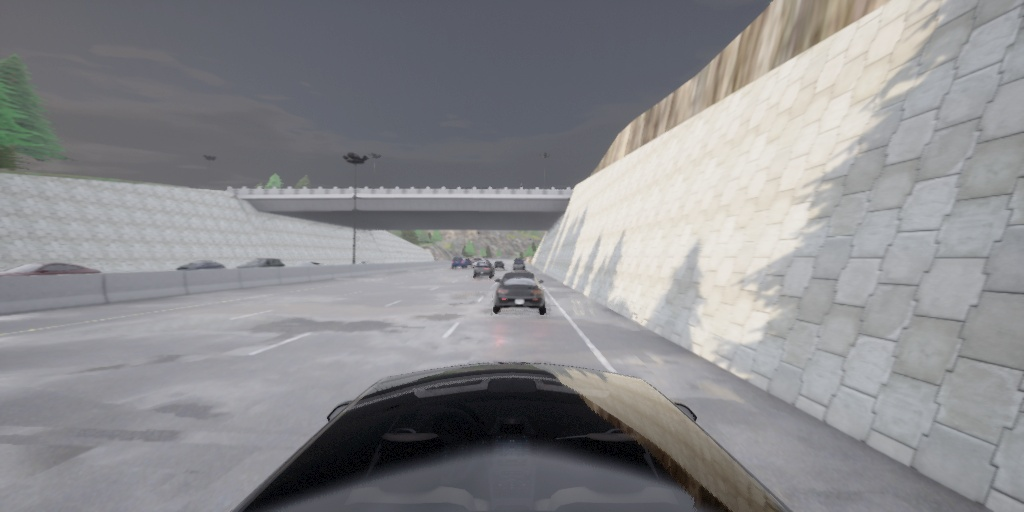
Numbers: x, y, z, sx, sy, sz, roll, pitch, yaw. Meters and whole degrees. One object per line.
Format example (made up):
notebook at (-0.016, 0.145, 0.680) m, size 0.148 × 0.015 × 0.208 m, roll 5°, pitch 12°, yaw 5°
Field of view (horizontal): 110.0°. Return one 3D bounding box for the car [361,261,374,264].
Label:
car at (-20.147, 1.373, 49.439) m, size 1.895 × 1.301 × 4.718 m, roll 1°, pitch 0°, yaw 2°

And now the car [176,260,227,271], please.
car at (-30.931, 1.112, 35.890) m, size 1.994 × 1.385 × 4.181 m, roll 1°, pitch 0°, yaw 2°

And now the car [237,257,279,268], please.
car at (-23.993, 0.982, 34.435) m, size 2.097 × 1.767 × 4.553 m, roll 1°, pitch 0°, yaw 1°

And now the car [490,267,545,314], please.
car at (0.296, 1.355, 14.201) m, size 1.812 × 1.442 × 4.674 m, roll 1°, pitch 0°, yaw 1°

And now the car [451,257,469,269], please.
car at (-9.323, 1.225, 63.823) m, size 2.150 × 2.045 × 5.566 m, roll 1°, pitch 0°, yaw 1°

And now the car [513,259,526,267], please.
car at (1.104, 1.579, 55.258) m, size 2.128 × 1.511 × 4.902 m, roll 1°, pitch 0°, yaw 1°

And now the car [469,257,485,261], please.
car at (-5.824, 1.271, 63.754) m, size 2.150 × 2.045 × 5.566 m, roll 1°, pitch 0°, yaw 1°

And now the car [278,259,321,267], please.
car at (-20.453, 1.209, 35.523) m, size 1.812 × 1.442 × 4.674 m, roll 1°, pitch -1°, yaw 2°

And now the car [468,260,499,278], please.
car at (-2.773, 1.413, 36.326) m, size 2.128 × 1.511 × 4.902 m, roll 1°, pitch -1°, yaw 1°

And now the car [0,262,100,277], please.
car at (-24.324, 1.055, 18.551) m, size 1.812 × 1.442 × 4.674 m, roll 1°, pitch 0°, yaw 1°

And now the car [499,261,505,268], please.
car at (-2.311, 1.605, 64.560) m, size 1.837 × 1.490 × 4.892 m, roll 1°, pitch 0°, yaw 1°
